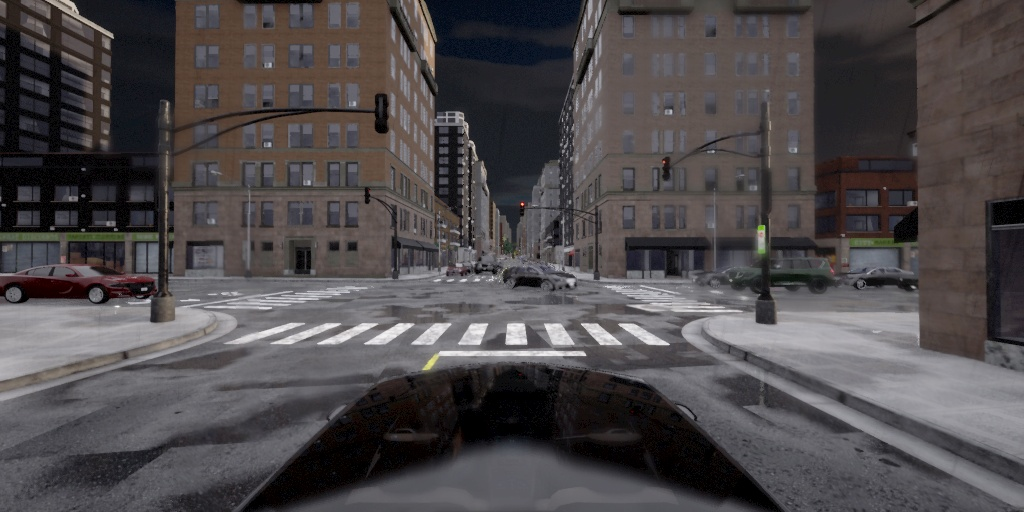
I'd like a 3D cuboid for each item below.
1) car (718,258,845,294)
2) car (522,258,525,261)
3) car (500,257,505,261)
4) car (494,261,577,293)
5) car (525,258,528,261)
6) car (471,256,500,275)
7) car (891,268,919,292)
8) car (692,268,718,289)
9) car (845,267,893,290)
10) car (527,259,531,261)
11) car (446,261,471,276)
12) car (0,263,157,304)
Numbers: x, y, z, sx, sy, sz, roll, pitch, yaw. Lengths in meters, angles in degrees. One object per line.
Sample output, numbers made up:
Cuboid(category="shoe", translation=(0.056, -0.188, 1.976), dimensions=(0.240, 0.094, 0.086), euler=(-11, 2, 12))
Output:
Cuboid(category="car", translation=(15.615, 1.105, 21.029), dimensions=(5.566, 2.045, 2.150), euler=(0, -1, 0))
Cuboid(category="car", translation=(3.307, 1.316, 63.902), dimensions=(1.948, 1.339, 4.313), euler=(0, 0, 1))
Cuboid(category="car", translation=(-2.540, 1.254, 56.738), dimensions=(1.837, 1.490, 4.892), euler=(0, 1, 1))
Cuboid(category="car", translation=(1.498, 1.245, 20.894), dimensions=(2.128, 1.511, 4.902), euler=(-1, 0, -43))
Cuboid(category="car", translation=(3.103, 1.303, 47.311), dimensions=(2.007, 1.370, 4.403), euler=(0, 0, 1))
Cuboid(category="car", translation=(-2.765, 0.975, 39.190), dimensions=(2.150, 2.045, 5.566), euler=(0, 0, 1))
Cuboid(category="car", translation=(25.718, 1.551, 20.963), dimensions=(4.718, 1.301, 1.895), euler=(0, -1, 0))
Cuboid(category="car", translation=(14.826, 1.402, 24.277), dimensions=(4.902, 1.511, 2.128), euler=(0, -1, 2))
Cuboid(category="car", translation=(24.231, 1.464, 24.219), dimensions=(4.902, 1.511, 2.128), euler=(0, -1, 0))
Cuboid(category="car", translation=(3.035, 1.298, 41.781), dimensions=(1.888, 1.381, 4.507), euler=(0, 0, 1))
Cuboid(category="car", translation=(-5.558, 1.336, 36.352), dimensions=(1.802, 1.307, 4.207), euler=(0, 0, 1))
Cuboid(category="car", translation=(-17.440, 1.062, 14.537), dimensions=(5.008, 1.535, 1.882), euler=(0, -1, -1))
